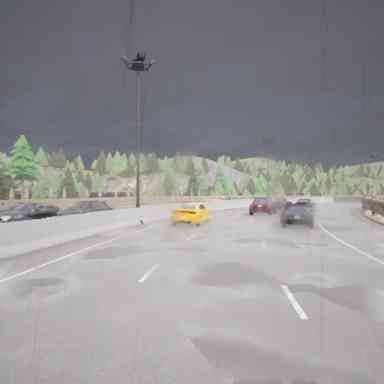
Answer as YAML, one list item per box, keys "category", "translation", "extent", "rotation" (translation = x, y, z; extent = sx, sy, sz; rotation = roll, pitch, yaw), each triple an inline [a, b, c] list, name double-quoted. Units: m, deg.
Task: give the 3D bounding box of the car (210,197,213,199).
- category: "car"
  translation: [4.386, 1.607, 63.352]
  extent: [1.882, 1.535, 5.008]
  rotation: [-1, 0, 38]

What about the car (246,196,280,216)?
- category: "car"
  translation: [7.198, 1.352, 33.272]
  extent: [2.097, 1.767, 4.553]
  rotation: [0, 0, 22]

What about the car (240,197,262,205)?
- category: "car"
  translation: [10.672, 1.587, 60.040]
  extent: [1.837, 1.490, 4.892]
  rotation: [-1, -1, 38]

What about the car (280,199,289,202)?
- category: "car"
  translation: [11.414, 1.549, 42.299]
  extent: [2.033, 1.411, 5.357]
  rotation: [0, 0, 31]

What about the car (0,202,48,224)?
- category: "car"
  translation: [-11.051, 1.532, 23.115]
  extent: [2.128, 1.511, 4.902]
  rotation: [0, 0, 14]

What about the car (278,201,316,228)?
- category: "car"
  translation: [7.070, 1.555, 22.491]
  extent: [1.994, 1.385, 4.181]
  rotation: [0, 0, 16]

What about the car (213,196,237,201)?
- category: "car"
  translation: [6.435, 1.594, 60.254]
  extent: [2.128, 1.511, 4.902]
  rotation: [-1, 0, 38]

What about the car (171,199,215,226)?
- category: "car"
  translation: [0.056, 1.491, 23.395]
  extent: [1.882, 1.535, 5.008]
  rotation: [0, 0, 15]

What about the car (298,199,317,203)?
- category: "car"
  translation: [12.354, 1.486, 36.176]
  extent: [1.837, 1.490, 4.892]
  rotation: [0, 0, 26]

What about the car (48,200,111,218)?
- category: "car"
  translation: [-7.419, 1.384, 23.148]
  extent: [2.097, 1.767, 4.553]
  rotation: [0, 0, 15]
